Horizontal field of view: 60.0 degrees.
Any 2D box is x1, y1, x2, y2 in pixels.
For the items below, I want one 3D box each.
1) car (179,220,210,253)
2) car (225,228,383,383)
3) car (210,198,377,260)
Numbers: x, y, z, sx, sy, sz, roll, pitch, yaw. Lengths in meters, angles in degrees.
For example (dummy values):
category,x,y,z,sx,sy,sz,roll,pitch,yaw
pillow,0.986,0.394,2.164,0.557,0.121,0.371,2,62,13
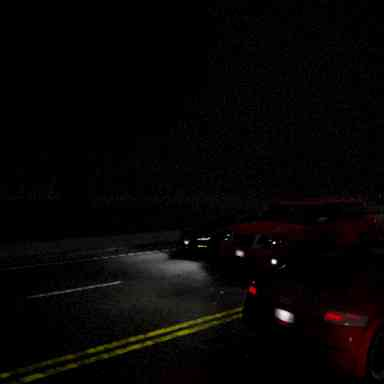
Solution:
category,x,y,z,sx,sy,sz,roll,pitch,yaw
car,1.781,1.504,12.939,4.892,1.490,1.837,0,0,-35
car,2.820,1.563,5.451,4.181,1.385,1.994,0,0,-35
car,3.476,1.219,10.158,5.566,2.045,2.150,0,0,-36
